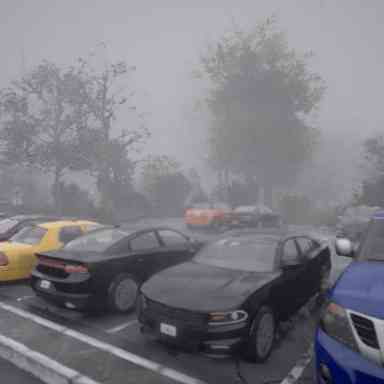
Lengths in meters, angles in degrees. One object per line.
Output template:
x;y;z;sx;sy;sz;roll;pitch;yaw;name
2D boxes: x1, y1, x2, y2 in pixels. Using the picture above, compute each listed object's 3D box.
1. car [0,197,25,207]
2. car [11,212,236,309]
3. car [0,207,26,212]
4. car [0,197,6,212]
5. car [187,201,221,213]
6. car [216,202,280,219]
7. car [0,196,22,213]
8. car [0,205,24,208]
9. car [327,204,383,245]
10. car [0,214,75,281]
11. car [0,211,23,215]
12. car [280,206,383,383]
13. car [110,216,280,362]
-21.718;1.603;38.409;2.185;1.767;4.553;0;0;36;car
-1.142;1.475;7.871;2.097;1.535;5.008;0;0;36;car
-8.024;1.540;12.822;2.002;1.452;4.674;0;0;36;car
-26.317;1.608;41.770;2.185;1.767;4.553;0;0;36;car
1.561;1.367;21.384;2.185;1.767;4.553;0;0;36;car
3.769;1.484;19.831;2.097;1.535;5.008;0;0;36;car
-23.950;1.480;40.076;2.435;2.045;5.566;0;0;36;car
-10.304;1.538;14.493;2.163;1.488;4.792;0;0;36;car
8.463;1.469;16.472;2.231;1.521;4.892;0;0;36;car
-3.327;1.480;9.674;1.946;1.575;5.366;0;0;36;car
-5.729;1.532;11.174;2.002;1.452;4.674;0;0;36;car
3.434;1.208;4.556;2.435;2.045;5.566;0;0;36;car
1.158;1.467;6.231;2.097;1.535;5.008;0;0;36;car
